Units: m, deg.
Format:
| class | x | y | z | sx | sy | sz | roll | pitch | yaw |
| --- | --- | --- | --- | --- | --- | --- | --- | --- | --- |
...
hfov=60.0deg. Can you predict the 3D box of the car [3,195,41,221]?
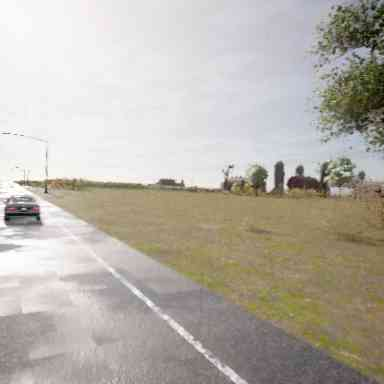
| class | x | y | z | sx | sy | sz | roll | pitch | yaw |
| --- | --- | --- | --- | --- | --- | --- | --- | --- | --- |
| car | -10.145 | 0.865 | 19.911 | 2.033 | 1.411 | 5.357 | 1 | 1 | -29 |
